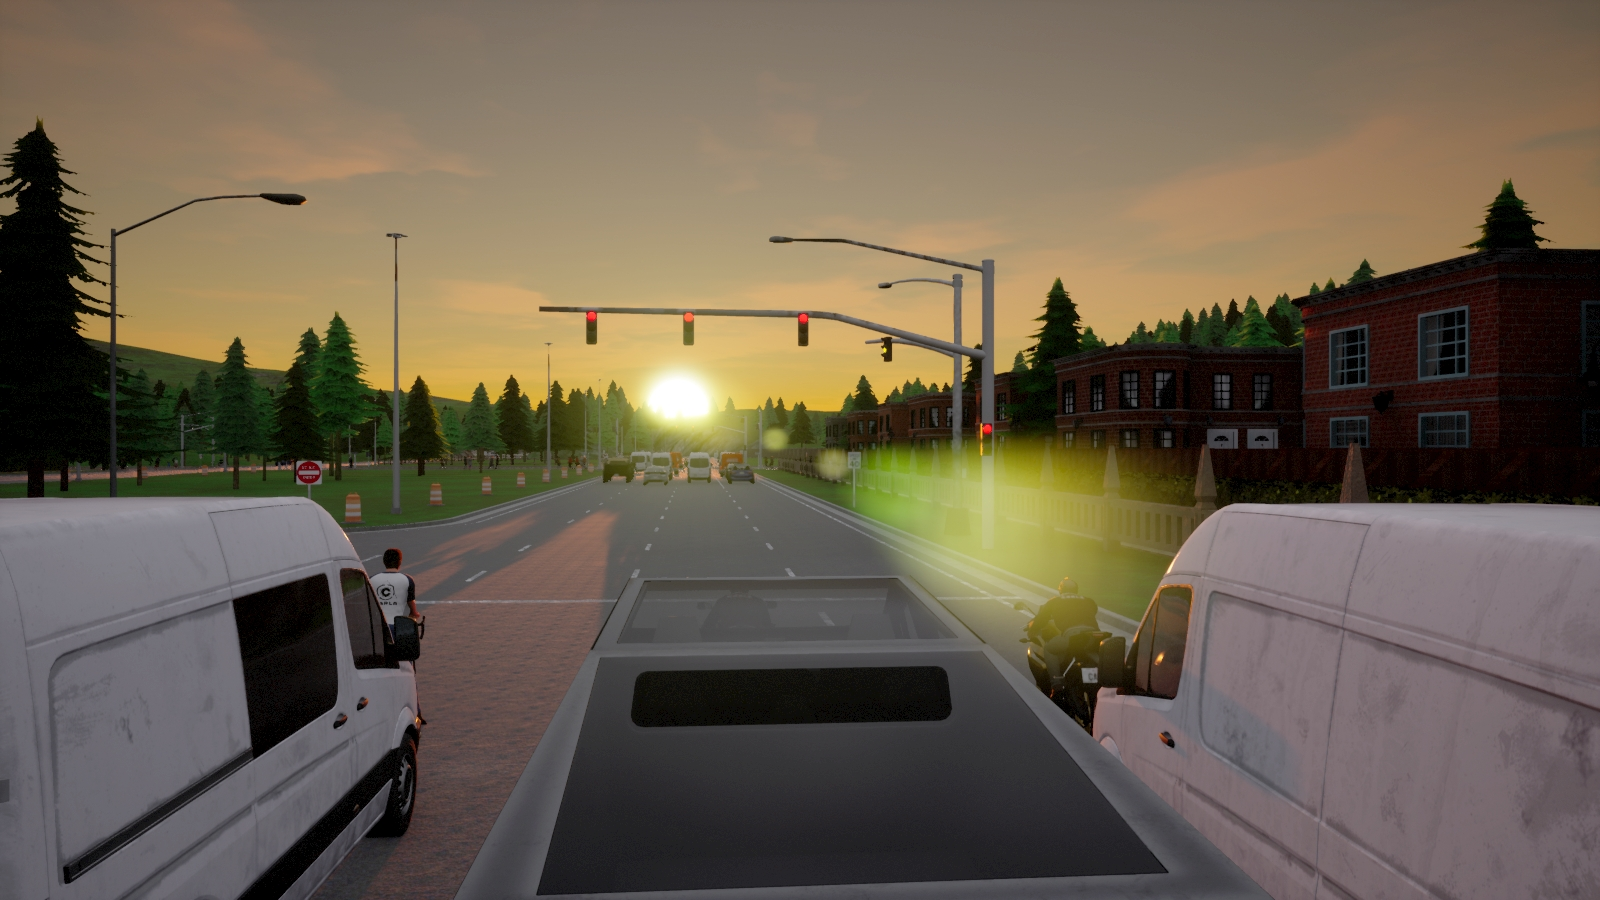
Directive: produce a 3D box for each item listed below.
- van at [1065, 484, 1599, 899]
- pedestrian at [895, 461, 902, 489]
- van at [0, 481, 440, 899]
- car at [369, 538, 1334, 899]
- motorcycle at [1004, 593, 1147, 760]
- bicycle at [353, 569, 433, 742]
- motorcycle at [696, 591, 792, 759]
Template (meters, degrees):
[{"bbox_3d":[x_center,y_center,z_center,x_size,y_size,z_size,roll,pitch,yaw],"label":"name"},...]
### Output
[{"bbox_3d":[3.020,1.534,5.590,1.988,2.561,5.915,0,0,-1],"label":"van"},{"bbox_3d":[6.633,1.696,76.861,0.375,1.860,0.375,0,0,-5],"label":"pedestrian"},{"bbox_3d":[-3.677,1.534,6.378,1.988,2.561,5.915,0,0,-5],"label":"van"},{"bbox_3d":[-0.117,1.754,5.929,2.390,2.098,6.274,0,0,-5],"label":"car"},{"bbox_3d":[2.714,2.205,11.543,0.867,1.251,2.209,0,0,-2],"label":"motorcycle"},{"bbox_3d":[-4.173,2.056,11.794,0.373,1.496,1.643,0,0,-5],"label":"bicycle"},{"bbox_3d":[-0.613,2.205,11.622,0.867,1.251,2.209,0,0,-6],"label":"motorcycle"}]
